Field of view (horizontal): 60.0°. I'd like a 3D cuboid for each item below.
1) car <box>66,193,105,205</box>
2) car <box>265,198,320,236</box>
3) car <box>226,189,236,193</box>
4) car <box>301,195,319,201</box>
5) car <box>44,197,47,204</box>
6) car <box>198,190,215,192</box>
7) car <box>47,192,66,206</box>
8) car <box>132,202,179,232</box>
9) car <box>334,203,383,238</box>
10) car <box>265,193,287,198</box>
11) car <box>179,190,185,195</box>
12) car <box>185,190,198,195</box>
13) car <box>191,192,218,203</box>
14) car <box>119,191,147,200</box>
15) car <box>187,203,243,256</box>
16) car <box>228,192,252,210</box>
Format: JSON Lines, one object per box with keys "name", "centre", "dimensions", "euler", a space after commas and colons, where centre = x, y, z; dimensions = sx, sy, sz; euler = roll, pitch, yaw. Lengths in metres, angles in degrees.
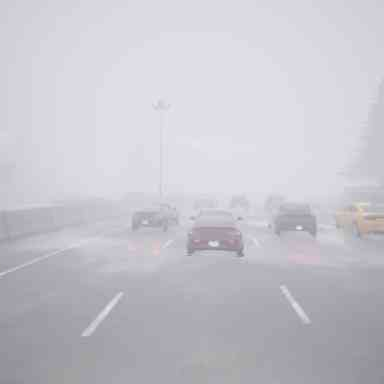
{"name": "car", "centre": [-12.133, 1.006, 38.735], "dimensions": [1.895, 1.301, 4.718], "euler": [0, 1, 15]}
{"name": "car", "centre": [4.982, 1.265, 16.841], "dimensions": [1.837, 1.490, 4.892], "euler": [0, 1, 8]}
{"name": "car", "centre": [9.343, 0.111, 79.160], "dimensions": [1.812, 1.442, 4.674], "euler": [1, 1, 32]}
{"name": "car", "centre": [12.858, 1.016, 36.291], "dimensions": [1.812, 1.442, 4.674], "euler": [0, 1, 17]}
{"name": "car", "centre": [-17.686, 0.800, 44.627], "dimensions": [2.128, 1.511, 4.902], "euler": [0, 1, 17]}
{"name": "car", "centre": [4.027, 0.315, 77.125], "dimensions": [1.837, 1.490, 4.892], "euler": [1, 1, 30]}
{"name": "car", "centre": [-15.161, 0.894, 40.826], "dimensions": [1.812, 1.442, 4.674], "euler": [0, 1, 16]}
{"name": "car", "centre": [-1.902, 1.254, 18.092], "dimensions": [1.812, 1.442, 4.674], "euler": [0, 1, 8]}
{"name": "car", "centre": [8.426, 1.254, 16.205], "dimensions": [1.882, 1.535, 5.008], "euler": [0, 1, 8]}
{"name": "car", "centre": [8.710, 0.860, 34.512], "dimensions": [2.097, 1.767, 4.553], "euler": [0, 1, 15]}
{"name": "car", "centre": [-1.307, 0.226, 81.848], "dimensions": [1.882, 1.535, 5.008], "euler": [1, 1, 30]}
{"name": "car", "centre": [1.045, 0.256, 78.958], "dimensions": [1.882, 1.535, 5.008], "euler": [1, 1, 30]}
{"name": "car", "centre": [1.531, 1.014, 34.859], "dimensions": [1.812, 1.442, 4.674], "euler": [0, 1, 15]}
{"name": "car", "centre": [-7.421, 0.713, 42.309], "dimensions": [2.097, 1.767, 4.553], "euler": [0, 1, 17]}
{"name": "car", "centre": [0.882, 1.346, 12.210], "dimensions": [1.812, 1.442, 4.674], "euler": [0, 1, 6]}
{"name": "car", "centre": [5.025, 1.008, 34.358], "dimensions": [1.837, 1.490, 4.892], "euler": [0, 1, 15]}
